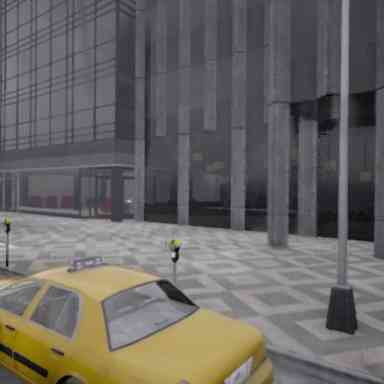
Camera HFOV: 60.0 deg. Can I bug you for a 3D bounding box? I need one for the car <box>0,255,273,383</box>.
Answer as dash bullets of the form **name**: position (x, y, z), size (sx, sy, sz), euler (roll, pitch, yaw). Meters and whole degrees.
- **car**: position (-1.480, 1.479, 4.156), size (4.829, 1.417, 1.752), euler (1, 0, 36)
